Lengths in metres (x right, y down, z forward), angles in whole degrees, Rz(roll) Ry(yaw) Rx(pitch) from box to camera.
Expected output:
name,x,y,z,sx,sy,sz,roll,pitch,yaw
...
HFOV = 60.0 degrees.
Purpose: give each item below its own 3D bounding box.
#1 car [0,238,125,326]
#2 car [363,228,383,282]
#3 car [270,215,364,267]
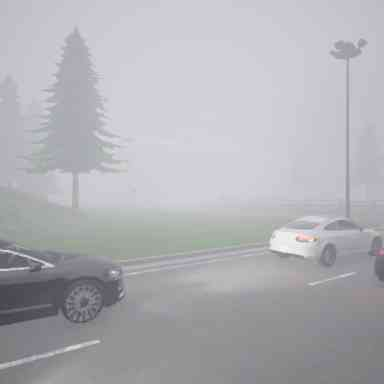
name,x,y,z,sx,sy,sz,roll,pitch,yaw
car,-3.559,1.491,5.507,4.902,1.511,2.128,0,0,-35
car,6.491,1.563,8.416,4.181,1.385,1.994,0,0,-35
car,4.653,1.525,11.399,4.674,1.442,1.812,0,0,-35
